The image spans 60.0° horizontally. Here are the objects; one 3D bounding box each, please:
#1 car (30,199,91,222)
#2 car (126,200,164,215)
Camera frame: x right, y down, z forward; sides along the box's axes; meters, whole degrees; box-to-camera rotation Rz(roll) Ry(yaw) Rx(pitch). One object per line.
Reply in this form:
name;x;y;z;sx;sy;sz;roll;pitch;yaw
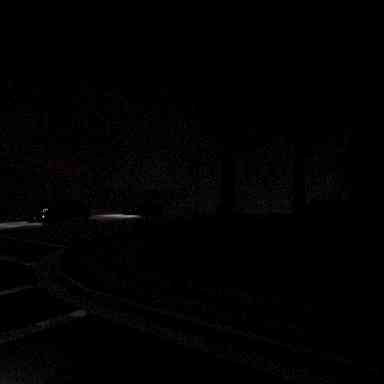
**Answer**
car;-10.362;1.359;26.404;2.097;1.767;4.553;0;0;34
car;-4.778;1.532;34.680;1.812;1.442;4.674;0;0;34
